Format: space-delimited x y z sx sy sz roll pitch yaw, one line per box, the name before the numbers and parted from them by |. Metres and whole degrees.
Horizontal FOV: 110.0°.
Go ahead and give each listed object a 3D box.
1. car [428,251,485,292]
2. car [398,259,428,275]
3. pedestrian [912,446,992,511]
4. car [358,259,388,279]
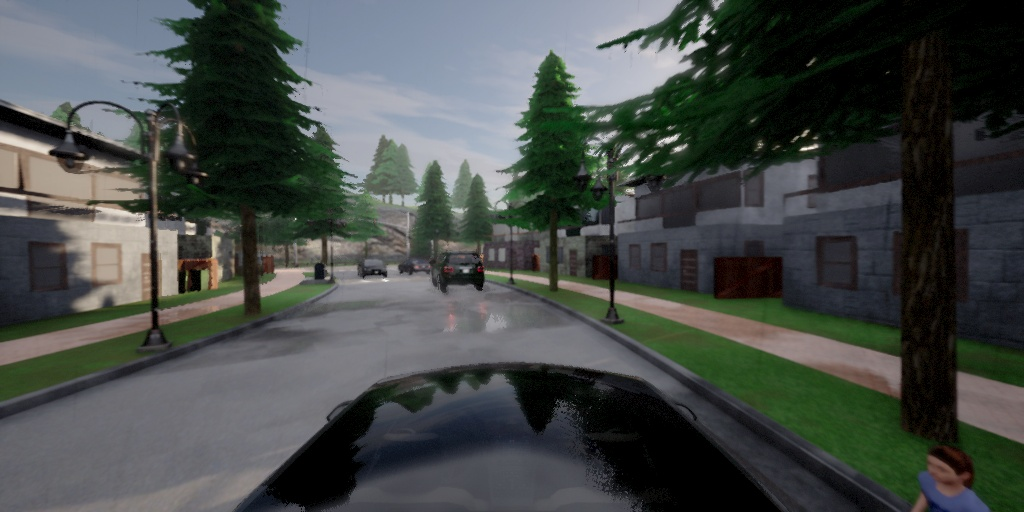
car | -3.061 0.756 19.585 2.150 2.045 5.566 -1 1 -19
car | -8.836 0.944 32.555 2.033 1.411 5.357 -1 1 -32
pedestrian | 2.221 1.407 1.789 0.500 1.100 0.500 0 1 -1
car | -11.309 0.968 29.029 1.837 1.490 4.892 -1 0 -29
